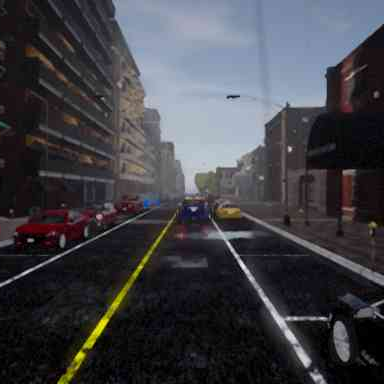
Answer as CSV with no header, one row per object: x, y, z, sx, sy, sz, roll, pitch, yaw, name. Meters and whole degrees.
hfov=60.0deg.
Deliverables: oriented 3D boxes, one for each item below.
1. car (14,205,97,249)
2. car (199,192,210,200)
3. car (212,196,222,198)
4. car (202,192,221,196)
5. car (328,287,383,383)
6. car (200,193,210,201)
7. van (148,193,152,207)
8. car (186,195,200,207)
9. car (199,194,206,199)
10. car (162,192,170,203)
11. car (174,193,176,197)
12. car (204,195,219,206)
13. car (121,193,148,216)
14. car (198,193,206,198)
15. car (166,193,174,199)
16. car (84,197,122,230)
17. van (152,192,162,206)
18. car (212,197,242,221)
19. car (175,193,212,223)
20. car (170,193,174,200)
-5.683,1.450,13.962,1.887,1.381,4.507,0,0,0,car
2.722,0.866,74.890,2.192,1.841,5.009,0,0,0,car
2.704,1.348,30.576,2.008,1.369,4.403,0,0,0,car
2.709,1.046,41.653,2.192,1.841,5.009,0,0,0,car
2.693,1.530,2.881,2.008,1.369,4.403,0,0,0,car
2.720,1.021,69.350,1.967,1.590,4.097,0,0,0,car
-5.674,1.105,36.118,1.690,1.788,3.998,0,0,0,van
0.119,1.188,45.246,1.882,1.535,5.008,0,1,0,car
2.726,1.080,85.967,1.802,1.307,4.206,0,0,0,car
-5.665,0.955,58.274,2.192,1.841,5.009,0,0,0,car
-5.656,1.075,80.432,2.008,1.369,4.403,0,0,0,car
2.711,1.223,47.363,1.752,1.417,4.829,0,0,0,car
-5.676,1.113,30.578,2.192,1.841,5.009,0,0,0,car
2.728,1.041,91.507,1.947,1.339,4.313,0,0,0,car
-5.655,1.050,85.971,2.008,1.369,4.403,0,0,0,car
-5.680,1.309,19.500,1.967,1.590,4.097,0,0,0,car
-5.670,1.041,47.196,1.690,1.788,3.998,0,0,0,van
2.702,1.356,25.207,1.752,1.417,4.829,0,0,0,car
0.109,1.189,24.124,2.097,1.767,4.553,0,0,0,car
-5.659,1.118,74.895,1.947,1.339,4.313,0,0,0,car
